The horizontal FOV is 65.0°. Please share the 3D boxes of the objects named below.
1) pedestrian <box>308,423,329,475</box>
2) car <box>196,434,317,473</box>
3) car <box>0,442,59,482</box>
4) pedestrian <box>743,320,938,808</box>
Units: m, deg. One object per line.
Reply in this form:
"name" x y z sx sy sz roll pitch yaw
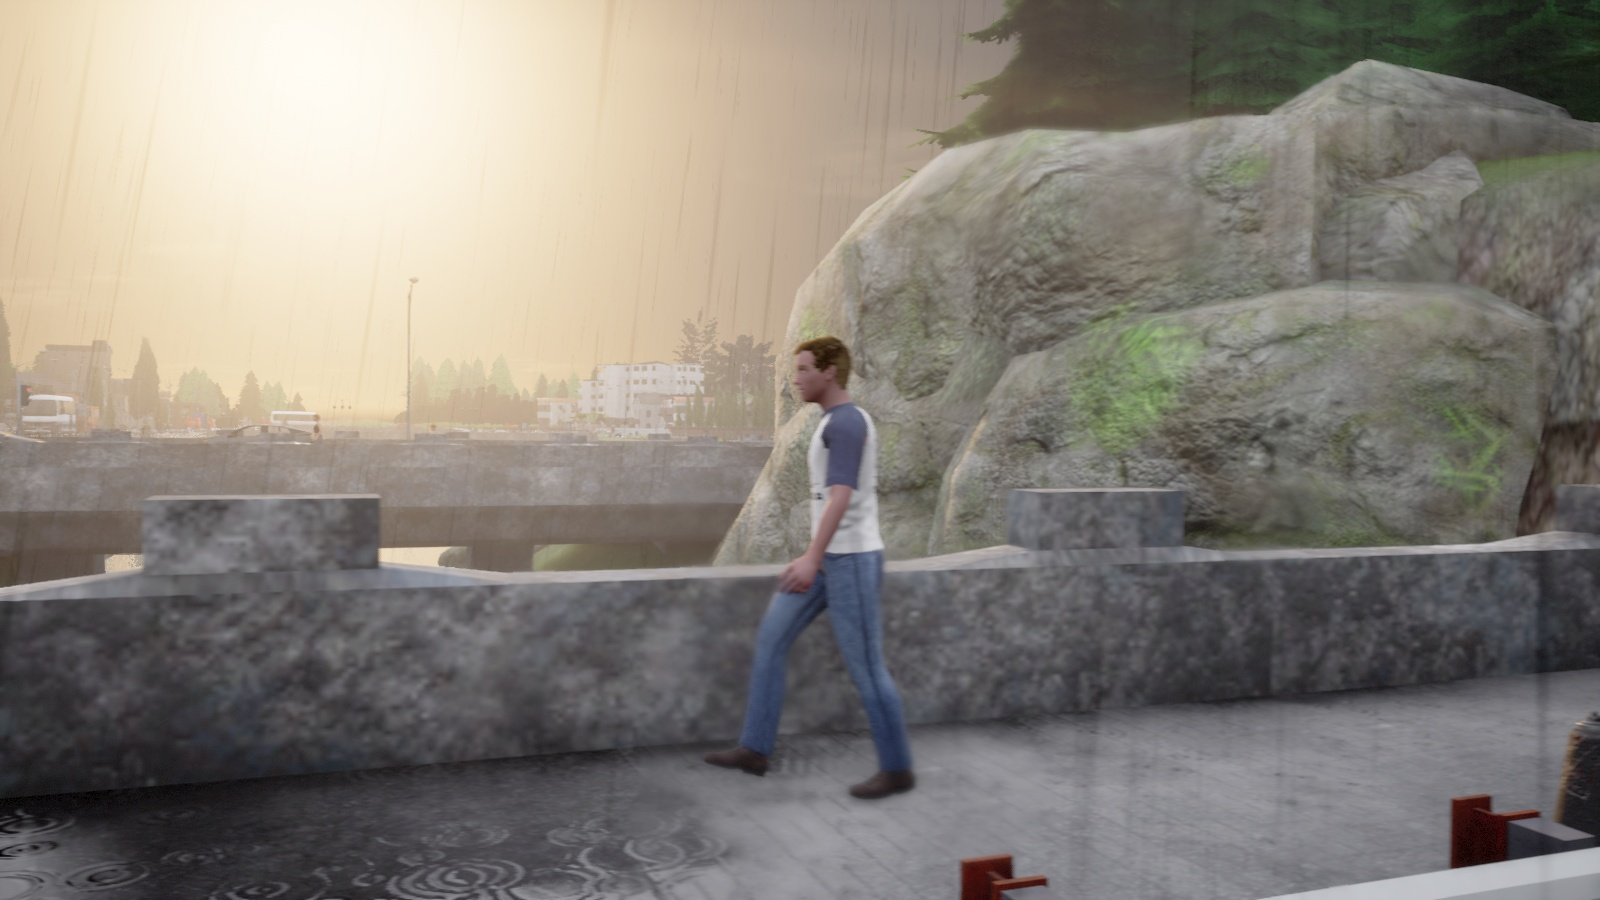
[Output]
"pedestrian" -17.229 -0.037 44.936 0.594 1.836 0.345 -1 1 -33
"car" -22.609 0.136 52.424 4.514 1.525 2.007 -1 1 -21
"car" -29.508 0.439 45.577 4.181 1.385 1.994 -1 1 -19
"pedestrian" 0.150 0.426 4.933 0.706 1.836 0.354 -1 1 -6
